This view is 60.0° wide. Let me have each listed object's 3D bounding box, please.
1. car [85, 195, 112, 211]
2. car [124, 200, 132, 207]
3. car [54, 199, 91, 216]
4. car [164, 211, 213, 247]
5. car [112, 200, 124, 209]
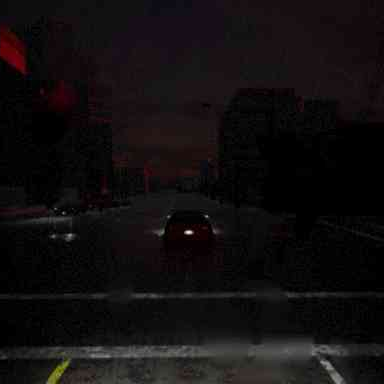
[{"bbox_3d":[-11.931,1.330,41.573,2.150,2.045,5.566,0,-1,-2],"label":"car"},{"bbox_3d":[-12.768,2.109,64.085,1.895,1.301,4.718,0,-1,-2],"label":"car"},{"bbox_3d":[-11.530,1.591,31.879,1.895,1.301,4.718,0,-1,-2],"label":"car"},{"bbox_3d":[-0.184,1.533,14.841,1.994,1.385,4.181,0,0,-2],"label":"car"},{"bbox_3d":[-12.295,1.852,51.471,1.994,1.385,4.181,0,-1,-2],"label":"car"}]
